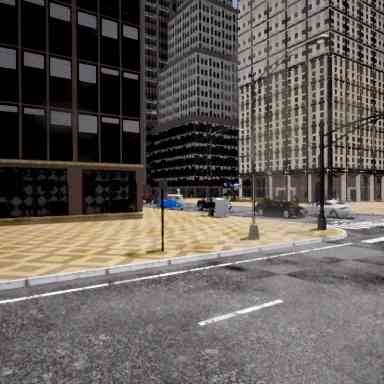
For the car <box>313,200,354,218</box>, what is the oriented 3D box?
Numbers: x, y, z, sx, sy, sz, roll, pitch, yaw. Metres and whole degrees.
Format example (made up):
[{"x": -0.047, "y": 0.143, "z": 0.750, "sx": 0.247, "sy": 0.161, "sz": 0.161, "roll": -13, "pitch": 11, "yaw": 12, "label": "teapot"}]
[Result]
[{"x": 11.609, "y": 1.427, "z": 28.838, "sx": 1.812, "sy": 1.442, "sz": 4.674, "roll": -1, "pitch": 1, "yaw": -34, "label": "car"}]

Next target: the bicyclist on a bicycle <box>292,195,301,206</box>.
[{"x": 12.012, "y": 1.118, "z": 38.461, "sx": 1.656, "sy": 1.620, "sz": 0.582, "roll": -1, "pitch": 1, "yaw": -34, "label": "bicyclist on a bicycle"}]

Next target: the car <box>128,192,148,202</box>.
[{"x": -10.940, "y": 0.981, "z": 67.179, "sx": 2.192, "sy": 1.841, "sz": 5.009, "roll": 0, "pitch": 0, "yaw": -34, "label": "car"}]

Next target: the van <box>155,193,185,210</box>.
[{"x": -2.376, "y": 1.210, "z": 39.539, "sx": 1.690, "sy": 1.788, "sz": 3.998, "roll": 0, "pitch": 0, "yaw": -34, "label": "van"}]

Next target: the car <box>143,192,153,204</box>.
[{"x": -6.429, "y": 1.252, "z": 55.784, "sx": 1.837, "sy": 1.490, "sz": 4.892, "roll": -1, "pitch": 1, "yaw": -34, "label": "car"}]

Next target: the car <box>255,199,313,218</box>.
[{"x": 7.706, "y": 1.419, "z": 29.234, "sx": 1.837, "sy": 1.490, "sz": 4.892, "roll": -1, "pitch": 1, "yaw": -34, "label": "car"}]

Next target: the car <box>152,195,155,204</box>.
[{"x": -3.219, "y": 1.348, "z": 45.420, "sx": 1.812, "sy": 1.442, "sz": 4.674, "roll": -1, "pitch": 1, "yaw": -34, "label": "car"}]

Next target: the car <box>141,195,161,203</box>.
[{"x": -7.838, "y": 1.238, "z": 62.590, "sx": 1.887, "sy": 1.381, "sz": 4.507, "roll": 0, "pitch": 0, "yaw": -34, "label": "car"}]

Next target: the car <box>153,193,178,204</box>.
[{"x": -4.737, "y": 1.035, "z": 57.999, "sx": 2.192, "sy": 1.841, "sz": 5.009, "roll": 0, "pitch": 0, "yaw": -34, "label": "car"}]

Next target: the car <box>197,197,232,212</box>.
[{"x": 2.432, "y": 1.362, "z": 37.042, "sx": 2.128, "sy": 1.511, "sz": 4.902, "roll": -1, "pitch": 1, "yaw": -34, "label": "car"}]
